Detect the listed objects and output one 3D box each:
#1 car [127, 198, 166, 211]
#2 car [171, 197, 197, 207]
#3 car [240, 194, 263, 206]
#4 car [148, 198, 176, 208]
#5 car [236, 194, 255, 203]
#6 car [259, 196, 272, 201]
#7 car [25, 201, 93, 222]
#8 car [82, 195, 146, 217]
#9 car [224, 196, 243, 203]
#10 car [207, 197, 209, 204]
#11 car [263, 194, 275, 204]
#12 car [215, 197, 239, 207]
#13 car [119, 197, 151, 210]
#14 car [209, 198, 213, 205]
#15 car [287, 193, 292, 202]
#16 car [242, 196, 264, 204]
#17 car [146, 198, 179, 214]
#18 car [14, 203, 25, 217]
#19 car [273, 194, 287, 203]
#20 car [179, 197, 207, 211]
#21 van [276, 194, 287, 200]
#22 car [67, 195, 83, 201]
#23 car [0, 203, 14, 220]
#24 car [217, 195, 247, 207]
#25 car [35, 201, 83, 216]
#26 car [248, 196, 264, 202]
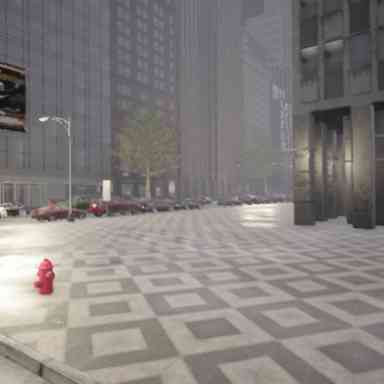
[{"bbox_3d":[-5.663,1.535,42.294,2.128,1.511,4.902,-1,0,35],"label":"car"},{"bbox_3d":[-1.260,1.579,53.542,1.752,1.417,4.829,-1,0,35],"label":"car"},{"bbox_3d":[9.050,1.247,53.478,2.192,1.841,5.009,-1,0,35],"label":"car"},{"bbox_3d":[-4.366,1.647,49.041,1.802,1.307,4.206,-1,0,35],"label":"car"},{"bbox_3d":[11.648,1.332,72.250,2.192,1.841,5.009,-1,0,35],"label":"car"},{"bbox_3d":[18.057,1.584,81.530,1.802,1.307,4.206,-1,0,35],"label":"car"},{"bbox_3d":[-10.164,1.599,25.631,1.802,1.307,4.206,-1,0,35],"label":"car"},{"bbox_3d":[-6.963,1.313,30.274,2.192,1.841,5.009,-1,0,35],"label":"car"},{"bbox_3d":[8.447,1.570,67.607,1.887,1.381,4.507,-1,0,35],"label":"car"},{"bbox_3d":[0.176,1.621,50.686,1.895,1.301,4.718,-1,0,34],"label":"car"},{"bbox_3d":[12.255,1.488,58.117,1.947,1.339,4.313,-1,0,35],"label":"car"},{"bbox_3d":[5.653,1.533,53.066,1.994,1.385,4.181,-1,0,34],"label":"car"},{"bbox_3d":[-7.571,1.518,44.400,1.967,1.590,4.097,-1,0,35],"label":"car"},{"bbox_3d":[2.040,1.609,58.324,1.947,1.339,4.313,-1,0,35],"label":"car"},{"bbox_3d":[21.862,1.212,72.042,2.192,1.841,5.009,-1,0,35],"label":"car"},{"bbox_3d":[11.319,1.444,61.291,2.128,1.511,4.902,-1,0,35],"label":"car"},{"bbox_3d":[-3.758,1.548,34.913,1.947,1.339,4.313,-1,0,35],"label":"car"},{"bbox_3d":[-17.178,1.694,30.474,1.947,1.339,4.313,-1,0,35],"label":"car"},{"bbox_3d":[15.455,1.229,62.759,2.192,1.841,5.009,-1,0,35],"label":"car"},{"bbox_3d":[-0.556,1.532,39.553,1.947,1.339,4.313,-1,0,35],"label":"car"},{"bbox_3d":[24.460,1.343,90.816,1.690,1.788,3.998,-1,-1,35],"label":"van"},{"bbox_3d":[-11.371,1.293,34.052,2.150,2.045,5.566,-1,0,35],"label":"car"},{"bbox_3d":[-16.949,1.630,25.951,1.812,1.442,4.674,-1,0,35],"label":"car"},{"bbox_3d":[5.849,1.486,48.836,1.887,1.381,4.507,-1,0,35],"label":"car"},{"bbox_3d":[-13.975,1.675,35.117,1.947,1.339,4.313,-1,0,35],"label":"car"},{"bbox_3d":[14.854,1.574,76.890,1.947,1.339,4.313,-1,0,35],"label":"car"}]
